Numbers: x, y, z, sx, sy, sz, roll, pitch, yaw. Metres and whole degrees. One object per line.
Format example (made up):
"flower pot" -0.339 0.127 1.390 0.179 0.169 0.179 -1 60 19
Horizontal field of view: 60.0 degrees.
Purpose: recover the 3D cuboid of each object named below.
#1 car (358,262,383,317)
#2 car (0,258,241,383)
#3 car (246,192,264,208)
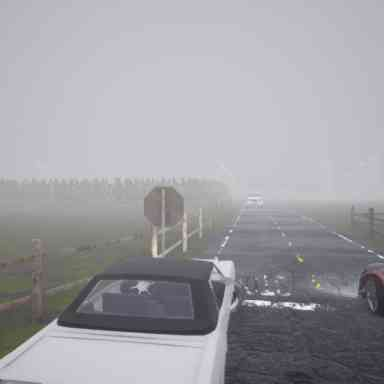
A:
"car" 4.339 1.546 4.830 1.994 1.385 4.181 0 0 -4
"car" -0.376 1.595 4.727 1.895 1.301 4.718 0 0 10
"car" 8.705 1.080 46.219 2.150 2.045 5.566 0 0 11
